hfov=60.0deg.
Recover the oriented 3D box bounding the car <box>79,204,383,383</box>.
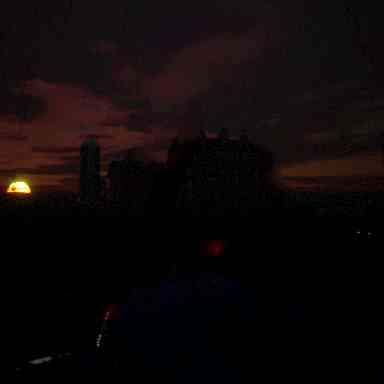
[{"bbox_3d":[1.691,1.205,3.748,5.566,2.045,2.150,0,0,-35],"label":"car"}]
